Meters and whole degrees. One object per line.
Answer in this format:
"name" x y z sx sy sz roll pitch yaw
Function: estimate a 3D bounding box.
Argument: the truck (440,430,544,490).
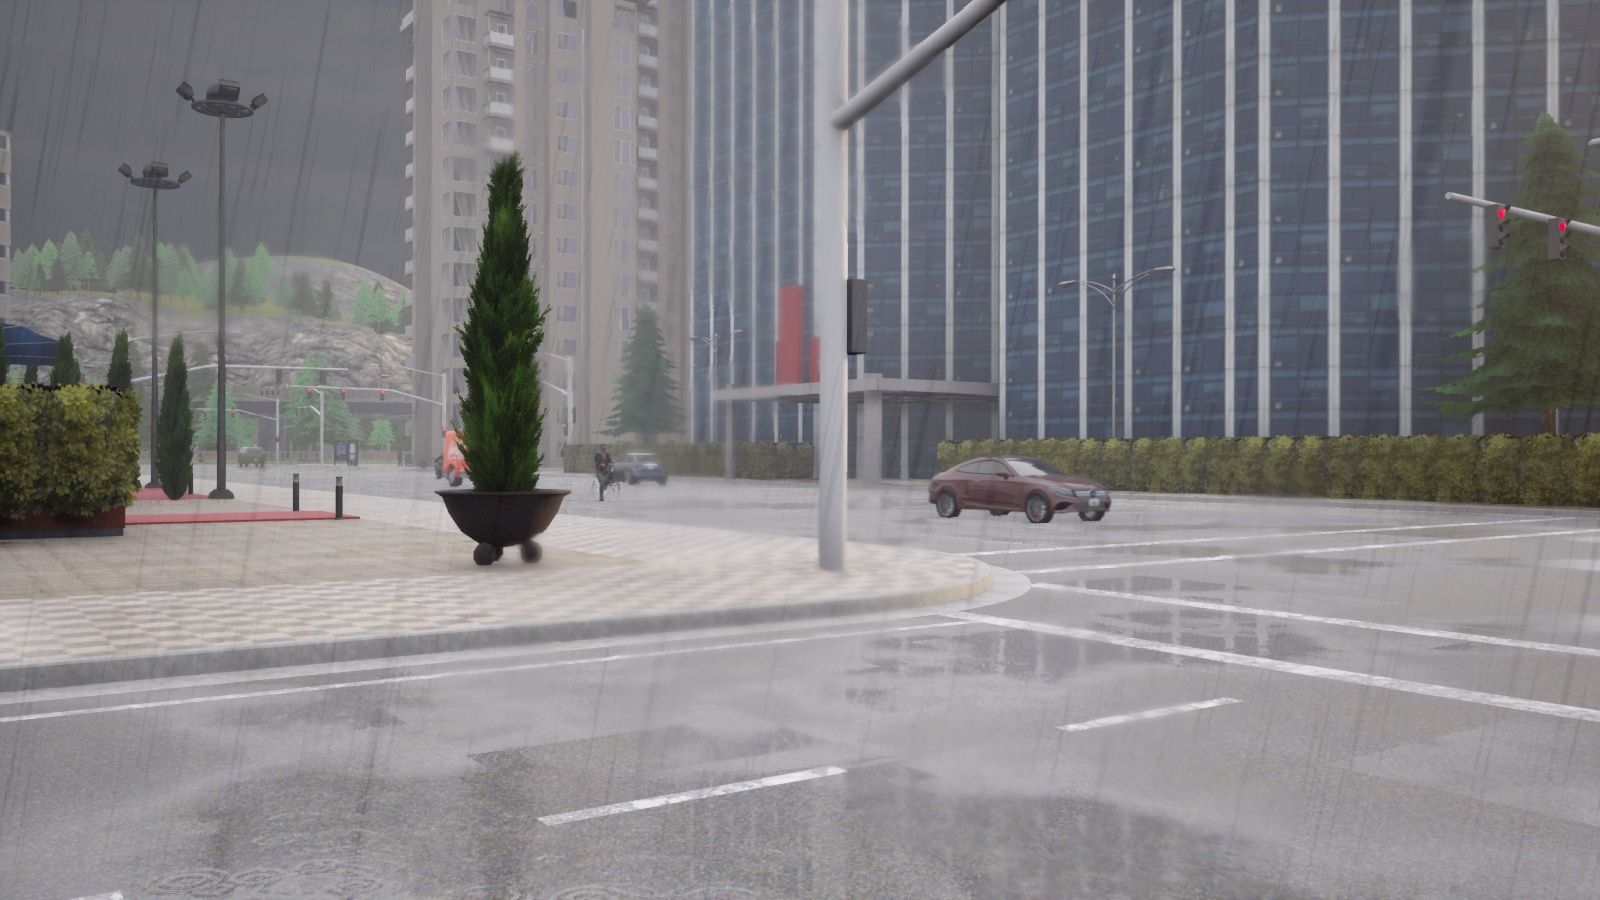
"truck" -13.284 0.418 53.878 2.627 2.467 5.204 0 0 -35

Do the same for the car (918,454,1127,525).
"car" 4.877 0.829 28.159 1.812 1.442 4.674 0 0 -35

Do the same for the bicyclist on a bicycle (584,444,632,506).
"bicyclist on a bicycle" -5.673 0.718 37.031 0.659 1.776 1.843 0 0 -35

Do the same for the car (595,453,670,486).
"car" -7.789 0.869 58.199 1.970 1.475 3.806 0 0 -34
